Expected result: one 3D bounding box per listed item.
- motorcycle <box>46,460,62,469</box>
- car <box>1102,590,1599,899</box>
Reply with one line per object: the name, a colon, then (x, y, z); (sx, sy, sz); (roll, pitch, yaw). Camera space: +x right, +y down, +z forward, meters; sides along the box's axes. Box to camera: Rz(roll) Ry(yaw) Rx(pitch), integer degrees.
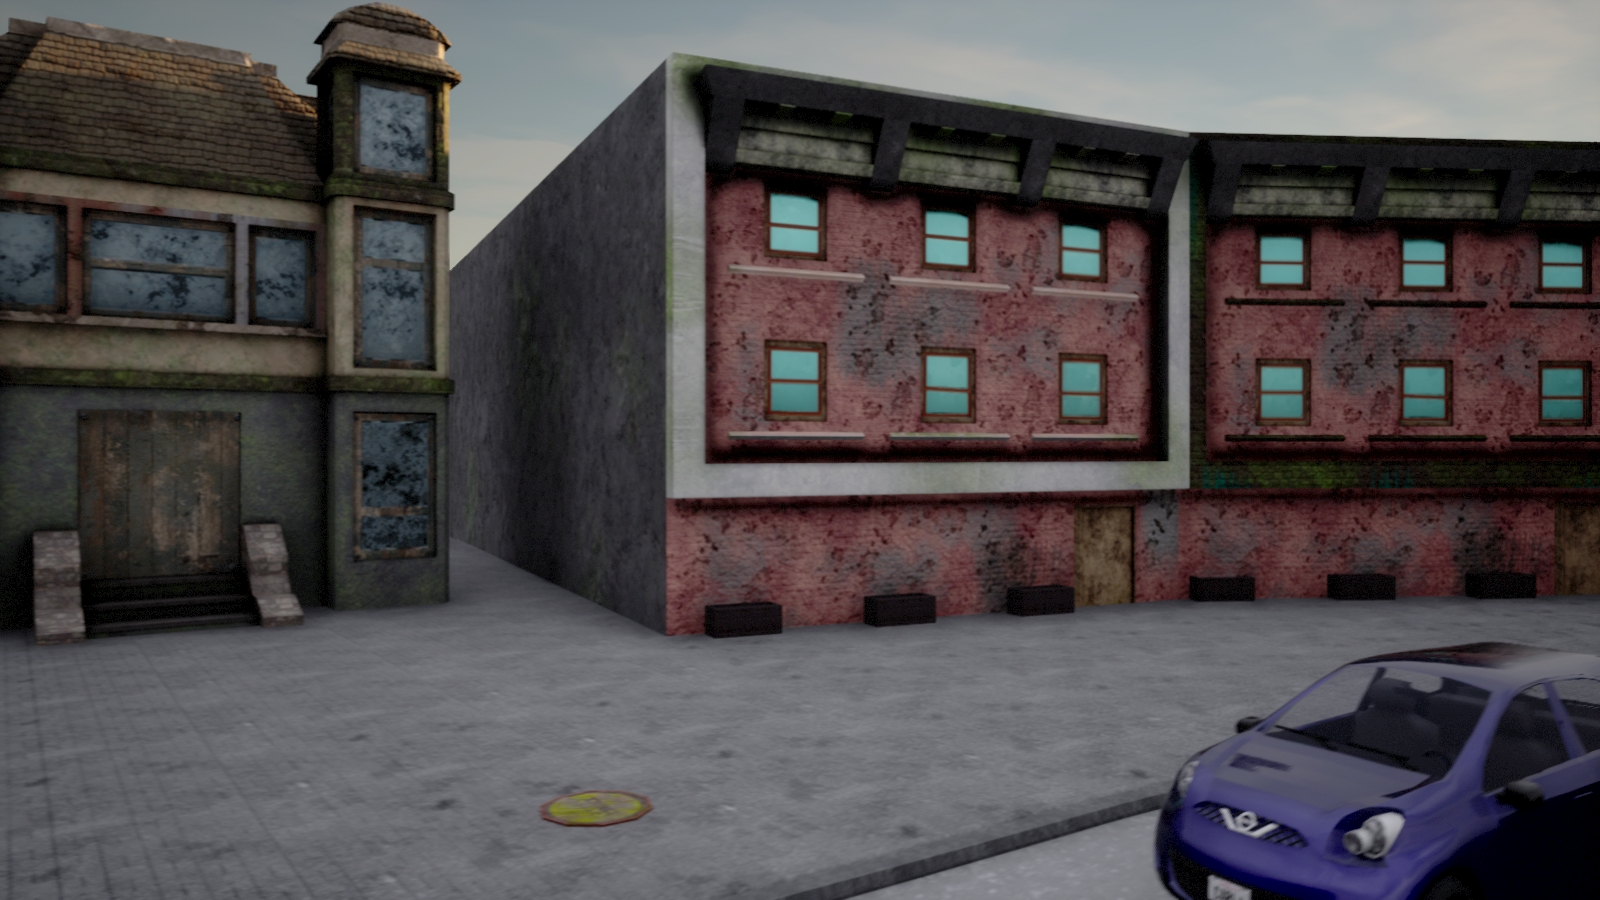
motorcycle: (-103.836, 1.962, 159.050); (1.805, 1.236, 0.856); (0, 0, -35)
car: (3.853, 1.818, 6.983); (3.633, 1.501, 1.845); (0, 0, -30)
